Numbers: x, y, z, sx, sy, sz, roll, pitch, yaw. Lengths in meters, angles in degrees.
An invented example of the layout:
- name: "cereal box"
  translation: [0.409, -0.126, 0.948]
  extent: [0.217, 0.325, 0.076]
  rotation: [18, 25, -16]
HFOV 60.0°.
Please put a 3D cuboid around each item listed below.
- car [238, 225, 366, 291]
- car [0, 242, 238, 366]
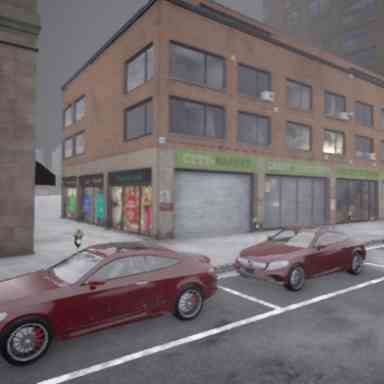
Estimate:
- name: "car"
  translation: [3.044, 1.578, 8.917]
  extent: [4.206, 1.307, 1.802]
  rotation: [0, 1, -35]
- name: "car"
  translation: [-1.432, 1.574, 5.735]
  extent: [4.206, 1.307, 1.802]
  rotation: [0, 1, -35]
